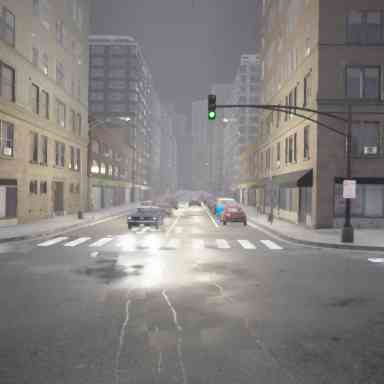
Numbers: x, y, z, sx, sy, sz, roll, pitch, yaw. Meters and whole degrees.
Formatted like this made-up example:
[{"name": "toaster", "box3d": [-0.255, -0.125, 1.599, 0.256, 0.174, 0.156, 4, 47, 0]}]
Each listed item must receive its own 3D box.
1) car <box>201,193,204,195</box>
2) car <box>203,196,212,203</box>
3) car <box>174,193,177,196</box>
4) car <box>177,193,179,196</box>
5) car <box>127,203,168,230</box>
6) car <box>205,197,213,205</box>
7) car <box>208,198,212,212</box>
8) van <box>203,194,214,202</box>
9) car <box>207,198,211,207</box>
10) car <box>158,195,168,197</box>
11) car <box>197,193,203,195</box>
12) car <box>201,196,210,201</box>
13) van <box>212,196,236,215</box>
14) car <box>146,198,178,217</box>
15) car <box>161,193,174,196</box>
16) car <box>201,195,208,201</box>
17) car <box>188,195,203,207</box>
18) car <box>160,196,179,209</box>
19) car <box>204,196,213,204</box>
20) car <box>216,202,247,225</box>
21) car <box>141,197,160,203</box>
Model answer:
[{"name": "car", "box3d": [3.298, 1.429, 63.301, 2.192, 1.841, 5.009, 1, 0, 0]}, {"name": "car", "box3d": [3.377, 1.676, 74.405, 1.802, 1.307, 4.206, 1, 0, 0]}, {"name": "car", "box3d": [-5.143, 1.280, 74.474, 2.192, 1.841, 5.009, 1, 0, 0]}, {"name": "car", "box3d": [-5.063, 1.485, 85.582, 1.887, 1.381, 4.507, 1, 0, 0]}, {"name": "car", "box3d": [-2.872, 1.607, 21.412, 1.895, 1.301, 4.718, 1, 0, 1]}, {"name": "car", "box3d": [3.169, 1.721, 46.643, 1.802, 1.307, 4.206, 1, 0, 0]}, {"name": "car", "box3d": [3.084, 1.673, 35.537, 1.887, 1.381, 4.507, 1, 0, 0]}, {"name": "van", "box3d": [3.256, 1.465, 57.750, 1.690, 1.788, 3.998, 1, 0, 0]}, {"name": "car", "box3d": [3.127, 1.719, 41.092, 1.802, 1.307, 4.206, 1, 0, 0]}, {"name": "car", "box3d": [-5.313, 1.555, 52.266, 2.008, 1.369, 4.403, 1, 0, 0]}, {"name": "car", "box3d": [0.528, 1.550, 62.872, 1.882, 1.535, 5.008, 1, 0, 0]}, {"name": "car", "box3d": [3.461, 1.635, 85.510, 1.947, 1.339, 4.313, 1, 0, 0]}, {"name": "van", "box3d": [3.046, 1.456, 29.986, 1.690, 1.788, 3.998, 1, 0, 0]}, {"name": "car", "box3d": [-2.787, 1.579, 32.100, 2.033, 1.411, 5.357, 1, 0, 1]}, {"name": "car", "box3d": [-5.226, 1.300, 63.369, 2.192, 1.841, 5.009, 1, 0, 0]}, {"name": "car", "box3d": [3.505, 1.575, 91.232, 1.752, 1.417, 4.829, 1, 0, 0]}, {"name": "car", "box3d": [0.453, 1.616, 52.870, 1.812, 1.442, 4.674, 1, 0, 0]}, {"name": "car", "box3d": [-2.701, 1.597, 43.267, 2.033, 1.411, 5.357, 1, 0, 1]}, {"name": "car", "box3d": [3.211, 1.715, 52.199, 1.802, 1.307, 4.206, 1, 0, 0]}, {"name": "car", "box3d": [3.002, 1.683, 24.434, 1.802, 1.307, 4.206, 1, 0, 0]}, {"name": "car", "box3d": [-5.399, 1.590, 41.160, 1.802, 1.307, 4.206, 1, 0, 0]}]
